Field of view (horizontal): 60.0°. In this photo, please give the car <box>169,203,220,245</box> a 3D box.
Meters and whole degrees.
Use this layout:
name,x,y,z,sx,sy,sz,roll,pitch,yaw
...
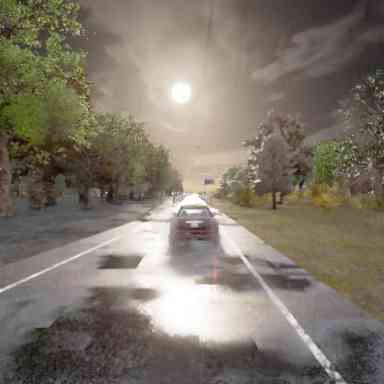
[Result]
name,x,y,z,sx,sy,sz,roll,pitch,yaw
car,0.103,1.357,15.615,2.097,1.767,4.553,0,0,0
